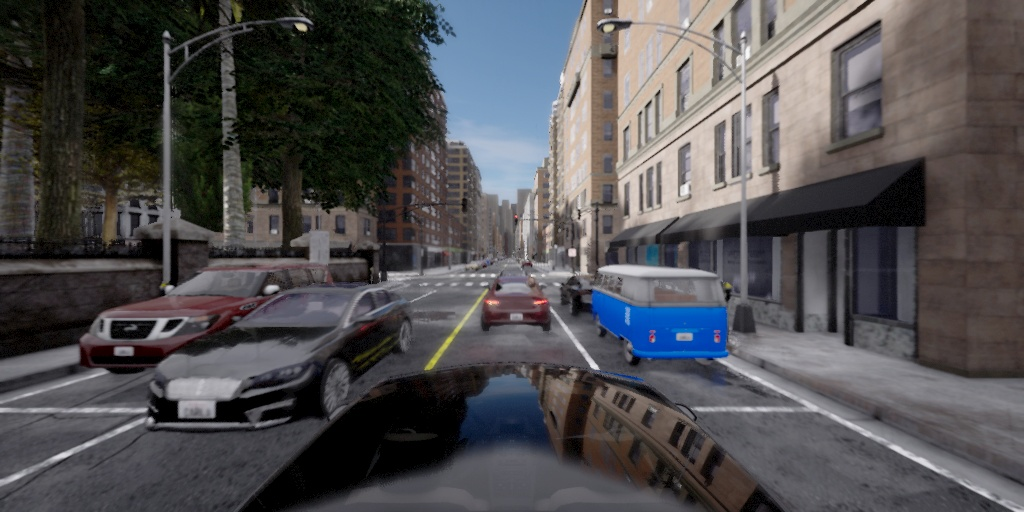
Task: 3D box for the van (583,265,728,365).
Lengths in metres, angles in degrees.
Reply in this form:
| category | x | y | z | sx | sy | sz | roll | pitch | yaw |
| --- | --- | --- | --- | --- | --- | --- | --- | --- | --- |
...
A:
| category | x | y | z | sx | sy | sz | roll | pitch | yaw |
| --- | --- | --- | --- | --- | --- | --- | --- | --- | --- |
| van | 2.859 | 1.108 | 7.786 | 1.690 | 1.789 | 3.998 | 0 | 0 | 0 |

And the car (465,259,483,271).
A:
| category | x | y | z | sx | sy | sz | roll | pitch | yaw |
| --- | --- | --- | --- | --- | --- | --- | --- | --- | --- |
| car | -5.651 | 1.392 | 51.268 | 1.751 | 1.417 | 4.829 | 0 | 0 | 0 |

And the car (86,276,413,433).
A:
| category | x | y | z | sx | sy | sz | roll | pitch | yaw |
| --- | --- | --- | --- | --- | --- | --- | --- | --- | --- |
| car | -3.084 | 1.253 | 5.971 | 2.128 | 1.511 | 4.902 | 0 | 0 | 0 |

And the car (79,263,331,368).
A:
| category | x | y | z | sx | sy | sz | roll | pitch | yaw |
| --- | --- | --- | --- | --- | --- | --- | --- | --- | --- |
| car | -5.666 | 1.081 | 7.749 | 2.192 | 1.841 | 5.009 | 0 | 0 | 0 |

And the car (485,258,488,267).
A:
| category | x | y | z | sx | sy | sz | roll | pitch | yaw |
| --- | --- | --- | --- | --- | --- | --- | --- | --- | --- |
| car | -5.647 | 1.441 | 62.339 | 1.888 | 1.381 | 4.507 | 0 | 0 | 0 |

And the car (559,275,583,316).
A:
| category | x | y | z | sx | sy | sz | roll | pitch | yaw |
| --- | --- | --- | --- | --- | --- | --- | --- | --- | --- |
| car | 2.861 | 1.347 | 13.446 | 1.948 | 1.339 | 4.313 | 0 | 0 | 0 |

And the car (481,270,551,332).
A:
| category | x | y | z | sx | sy | sz | roll | pitch | yaw |
| --- | --- | --- | --- | --- | --- | --- | --- | --- | --- |
| car | 0.109 | 1.301 | 10.823 | 1.812 | 1.442 | 4.674 | 0 | 0 | 0 |

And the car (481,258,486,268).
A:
| category | x | y | z | sx | sy | sz | roll | pitch | yaw |
| --- | --- | --- | --- | --- | --- | --- | --- | --- | --- |
| car | -5.649 | 1.432 | 56.888 | 2.007 | 1.370 | 4.403 | 0 | 0 | 0 |

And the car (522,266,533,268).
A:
| category | x | y | z | sx | sy | sz | roll | pitch | yaw |
| --- | --- | --- | --- | --- | --- | --- | --- | --- | --- |
| car | 0.082 | 1.397 | 19.645 | 1.895 | 1.301 | 4.718 | 0 | 0 | -1 |
